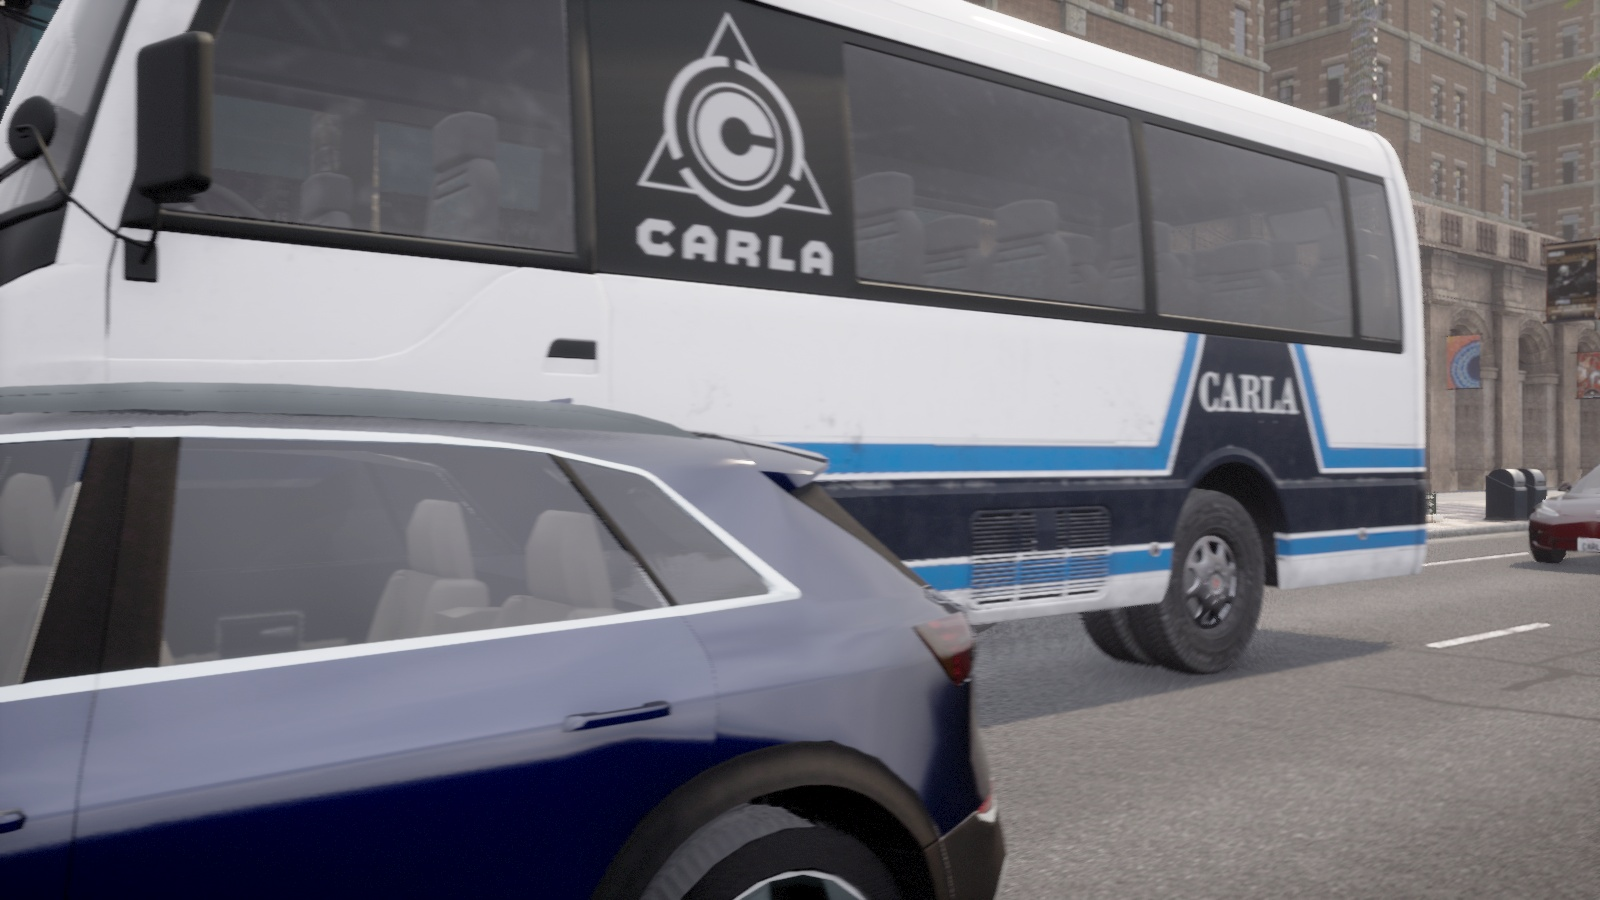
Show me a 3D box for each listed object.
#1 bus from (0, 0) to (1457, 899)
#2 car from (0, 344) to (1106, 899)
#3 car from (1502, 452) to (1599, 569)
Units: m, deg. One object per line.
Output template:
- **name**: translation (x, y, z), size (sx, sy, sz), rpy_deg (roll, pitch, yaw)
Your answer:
- **bus**: translation (-0.281, -0.608, 7.924), size (10.273, 4.253, 3.944), rpy_deg (0, 0, -38)
- **car**: translation (-1.826, 0.686, 2.357), size (4.856, 1.649, 2.033), rpy_deg (0, 0, -37)
- **car**: translation (12.001, 0.766, 17.525), size (4.792, 1.488, 2.163), rpy_deg (0, 0, -38)
